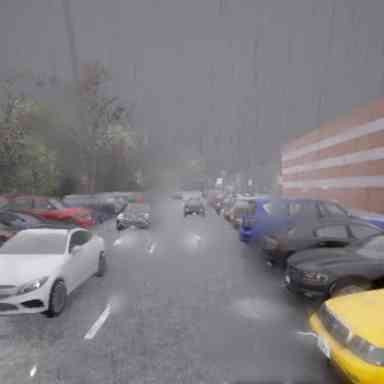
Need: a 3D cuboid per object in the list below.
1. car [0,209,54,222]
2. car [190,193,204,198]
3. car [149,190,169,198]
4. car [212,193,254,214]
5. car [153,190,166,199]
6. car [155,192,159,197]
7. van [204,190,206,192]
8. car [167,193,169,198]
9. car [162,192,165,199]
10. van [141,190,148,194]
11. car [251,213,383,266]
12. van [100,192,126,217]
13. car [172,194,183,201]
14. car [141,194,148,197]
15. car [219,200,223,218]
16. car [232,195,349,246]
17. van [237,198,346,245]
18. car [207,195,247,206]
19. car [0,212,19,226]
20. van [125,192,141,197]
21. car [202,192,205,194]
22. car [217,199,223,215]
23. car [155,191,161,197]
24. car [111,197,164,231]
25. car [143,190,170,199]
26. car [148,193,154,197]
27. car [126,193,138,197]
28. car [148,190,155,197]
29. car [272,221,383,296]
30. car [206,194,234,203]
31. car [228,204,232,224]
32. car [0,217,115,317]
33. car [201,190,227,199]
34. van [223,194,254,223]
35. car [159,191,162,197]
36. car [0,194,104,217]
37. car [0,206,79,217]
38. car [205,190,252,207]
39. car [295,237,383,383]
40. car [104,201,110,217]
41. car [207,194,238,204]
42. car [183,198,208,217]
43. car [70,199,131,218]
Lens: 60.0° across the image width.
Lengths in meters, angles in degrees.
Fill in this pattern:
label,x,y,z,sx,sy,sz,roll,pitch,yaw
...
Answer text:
label,x,y,z,sx,sy,sz,roll,pitch,yaw
car,-8.066,1.524,12.327,4.792,1.488,2.163,0,0,0
car,0.326,1.283,44.234,1.994,1.385,4.181,0,1,1
car,-7.617,0.529,77.416,4.553,1.767,2.185,0,0,0
car,4.576,1.264,32.214,4.553,1.767,2.185,0,1,0
car,-7.778,0.936,60.470,5.008,1.535,2.097,0,1,0
car,-7.849,1.111,49.052,5.008,1.535,2.097,0,1,0
van,4.634,0.817,54.816,4.442,1.987,1.878,0,1,0
car,-7.740,0.805,68.940,4.892,1.521,2.231,0,1,0
car,-7.796,0.979,57.647,5.008,1.535,2.097,0,1,0
van,-8.023,1.013,40.707,4.442,1.987,1.878,0,1,0
car,4.459,1.510,9.590,5.008,1.535,2.097,0,0,0
van,-7.882,1.230,26.586,4.442,1.987,1.878,0,1,0
car,-2.860,0.989,65.154,1.895,1.301,4.718,0,1,1
car,-7.932,1.283,37.884,4.892,1.521,2.231,0,1,0
car,4.551,1.554,23.732,4.674,1.452,2.002,0,1,0
car,4.511,1.265,12.417,5.566,2.045,2.435,0,0,0
van,4.384,1.297,15.243,4.442,1.987,1.878,0,0,0
car,4.882,1.170,46.341,5.366,1.575,1.946,0,1,0
car,-8.120,1.490,9.629,4.892,1.521,2.231,0,0,0
van,-8.062,1.100,35.057,4.442,1.987,1.878,0,1,0
car,4.529,1.126,49.169,5.366,1.575,1.946,0,1,0
car,4.574,1.516,26.566,4.674,1.452,2.002,0,1,0
car,-7.841,1.068,51.875,5.008,1.535,2.097,0,1,0
car,-3.207,1.393,20.699,2.097,1.767,4.553,0,0,2
car,-7.688,0.508,71.635,5.566,2.045,2.435,0,1,0
car,-7.895,1.198,43.406,5.008,1.535,2.097,0,1,0
car,-7.933,1.245,32.111,4.553,1.767,2.185,0,1,0
car,-7.903,1.029,46.228,4.553,1.767,2.185,0,1,0
car,4.452,1.503,6.765,5.008,1.535,2.097,0,0,0
car,4.797,1.030,57.644,4.792,1.488,2.163,0,1,0
car,4.515,1.570,18.067,4.674,1.452,2.002,0,0,0
car,-3.313,1.538,7.648,1.812,1.442,4.674,0,0,1
car,4.904,0.479,74.592,5.566,2.045,2.435,0,1,0
van,4.419,1.306,20.773,4.442,1.987,1.878,0,0,0
car,-7.847,1.052,54.824,4.792,1.488,2.163,0,1,0
car,-8.030,1.257,17.975,5.566,2.045,2.435,0,0,0
car,-8.047,1.531,15.151,4.792,1.488,2.163,0,0,0
car,4.615,1.052,37.863,5.566,2.045,2.435,0,1,0
car,4.244,1.494,3.940,5.366,1.575,1.946,0,0,0
car,-8.035,1.511,20.810,5.008,1.535,2.097,0,0,0
car,4.735,1.127,51.994,4.674,1.452,2.002,0,1,0
car,0.224,1.532,30.360,1.895,1.301,4.718,0,1,1
car,-8.014,1.442,29.417,4.792,1.488,2.163,0,1,0
